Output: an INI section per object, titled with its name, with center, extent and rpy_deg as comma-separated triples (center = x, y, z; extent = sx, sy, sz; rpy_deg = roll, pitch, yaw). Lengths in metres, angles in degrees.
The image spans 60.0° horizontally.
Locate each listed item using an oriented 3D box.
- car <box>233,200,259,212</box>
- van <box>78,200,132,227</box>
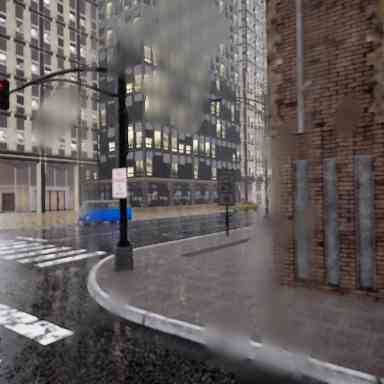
[car]
center = 6.746, 1.699, 41.440
extent = 1.752, 1.417, 4.829
rpy_deg = -2, -1, 36
[van]
center = -6.081, 1.470, 23.525
extent = 1.690, 1.788, 3.998
rpy_deg = -2, -1, 36
